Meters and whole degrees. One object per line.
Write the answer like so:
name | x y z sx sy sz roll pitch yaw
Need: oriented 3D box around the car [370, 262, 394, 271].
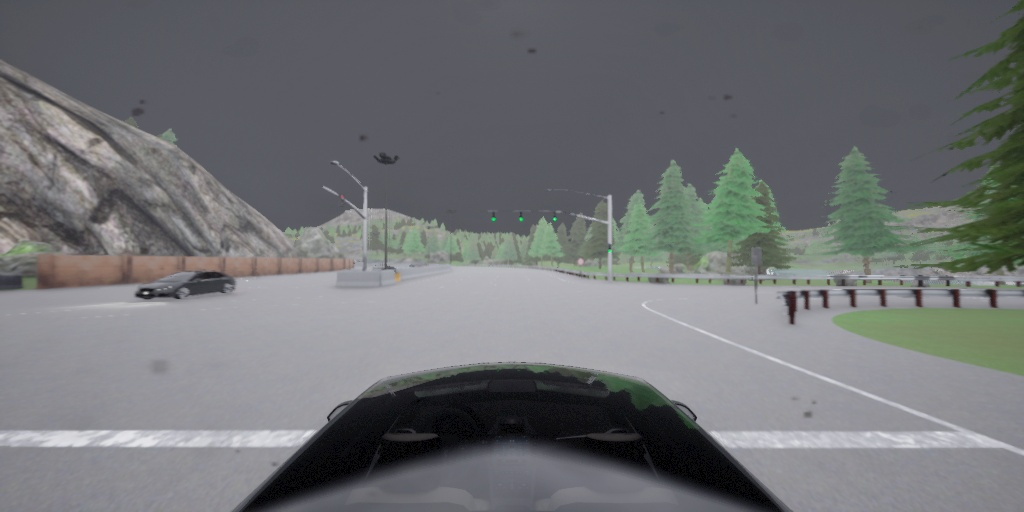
car | -17.515 1.908 48.507 1.882 1.535 5.008 0 0 0

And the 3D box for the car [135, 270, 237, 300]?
car | -17.504 1.556 19.572 1.837 1.490 4.892 0 -1 0
